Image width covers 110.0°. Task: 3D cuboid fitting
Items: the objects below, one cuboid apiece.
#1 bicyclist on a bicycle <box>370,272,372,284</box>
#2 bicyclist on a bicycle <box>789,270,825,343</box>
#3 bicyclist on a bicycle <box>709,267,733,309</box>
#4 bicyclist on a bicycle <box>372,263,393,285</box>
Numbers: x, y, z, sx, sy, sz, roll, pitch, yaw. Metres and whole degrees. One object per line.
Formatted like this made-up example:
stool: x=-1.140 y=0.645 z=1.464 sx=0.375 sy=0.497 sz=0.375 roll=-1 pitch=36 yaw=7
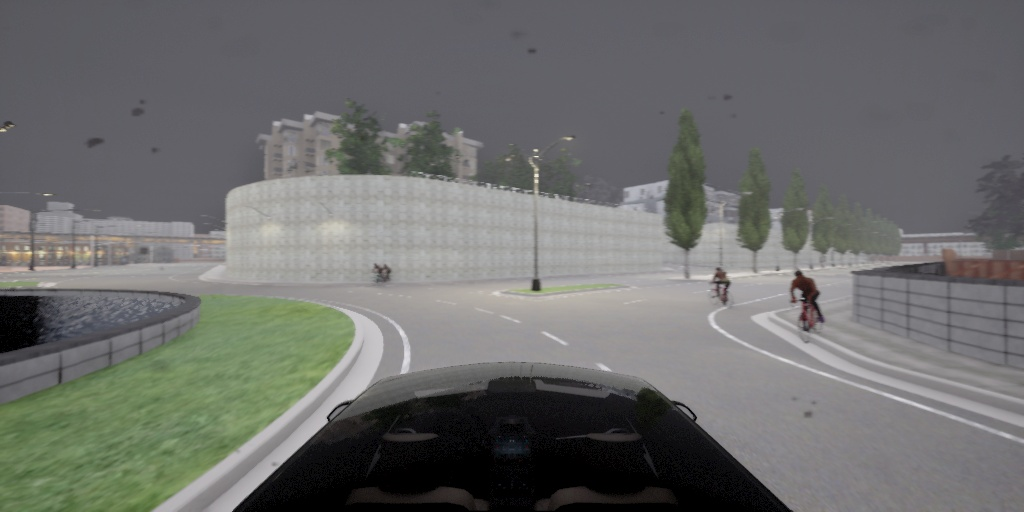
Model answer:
bicyclist on a bicycle: x=-10.148 y=1.325 z=27.066 sx=0.582 sy=1.620 sz=1.656 roll=0 pitch=6 yaw=20
bicyclist on a bicycle: x=6.944 y=1.141 z=8.444 sx=1.656 sy=1.620 sz=0.582 roll=-6 pitch=-4 yaw=-37
bicyclist on a bicycle: x=8.463 y=1.267 z=14.566 sx=0.582 sy=1.620 sz=1.656 roll=0 pitch=0 yaw=0
bicyclist on a bicycle: x=-9.501 y=1.365 z=27.030 sx=0.582 sy=1.620 sz=1.656 roll=9 pitch=8 yaw=21
